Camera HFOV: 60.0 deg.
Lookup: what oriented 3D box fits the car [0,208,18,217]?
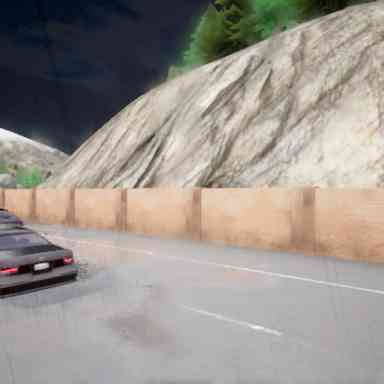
[{"bbox_3d":[-10.246,1.509,16.832,4.181,1.385,1.994,0,0,38],"label":"car"}]

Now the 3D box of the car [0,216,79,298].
[{"bbox_3d":[-4.960,1.521,8.179,5.357,1.411,2.033,0,0,38],"label":"car"}]
